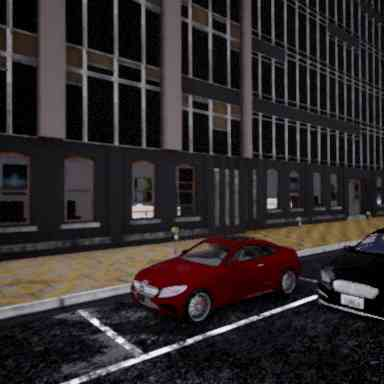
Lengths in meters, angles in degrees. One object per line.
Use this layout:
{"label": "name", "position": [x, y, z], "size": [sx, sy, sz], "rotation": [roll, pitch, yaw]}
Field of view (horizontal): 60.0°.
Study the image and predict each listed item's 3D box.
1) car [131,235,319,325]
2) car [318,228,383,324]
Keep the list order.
{"label": "car", "position": [0.732, 1.654, 7.258], "size": [4.206, 1.307, 1.802], "rotation": [0, 0, -38]}
{"label": "car", "position": [4.548, 1.526, 6.968], "size": [4.902, 1.511, 2.128], "rotation": [0, -1, -38]}
